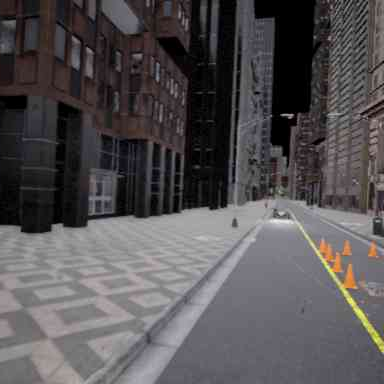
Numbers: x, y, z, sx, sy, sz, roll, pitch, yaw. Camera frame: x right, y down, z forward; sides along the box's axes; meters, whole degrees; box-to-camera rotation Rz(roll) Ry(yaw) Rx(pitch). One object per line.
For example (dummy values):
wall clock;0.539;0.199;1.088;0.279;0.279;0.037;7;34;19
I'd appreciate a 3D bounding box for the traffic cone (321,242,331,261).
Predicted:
traffic cone;5.251;2.315;12.745;0.340;0.580;0.340;3;0;15

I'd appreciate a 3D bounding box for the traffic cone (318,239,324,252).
traffic cone;5.768;2.355;14.677;0.340;0.580;0.340;3;0;15

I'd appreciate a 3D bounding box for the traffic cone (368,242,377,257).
traffic cone;7.698;2.441;14.159;0.340;0.580;0.340;3;0;15

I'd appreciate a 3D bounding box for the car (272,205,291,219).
car;10.421;2.278;38.676;2.128;1.511;4.902;3;0;15

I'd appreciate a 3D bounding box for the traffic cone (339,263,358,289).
traffic cone;4.219;2.235;8.881;0.340;0.580;0.340;3;0;15

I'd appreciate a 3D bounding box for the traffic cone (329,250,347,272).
traffic cone;4.735;2.275;10.813;0.340;0.580;0.340;3;0;15

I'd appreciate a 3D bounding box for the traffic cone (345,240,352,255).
traffic cone;6.733;2.398;14.418;0.340;0.580;0.340;3;0;15
